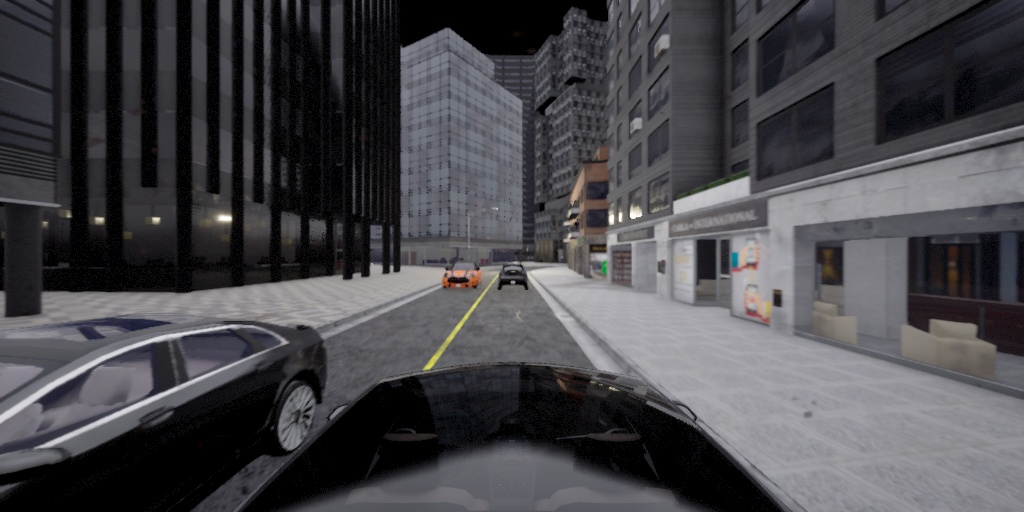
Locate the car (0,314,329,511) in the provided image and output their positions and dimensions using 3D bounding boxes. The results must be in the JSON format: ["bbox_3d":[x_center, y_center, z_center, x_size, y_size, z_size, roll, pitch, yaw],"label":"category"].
[{"bbox_3d":[-3.088,1.243,2.280,2.128,1.511,4.902,0,0,0],"label":"car"}]

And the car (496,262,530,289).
[{"bbox_3d":[0.070,1.270,23.300,1.837,1.490,4.892,0,0,0],"label":"car"}]

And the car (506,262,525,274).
[{"bbox_3d":[0.471,1.375,43.824,1.895,1.301,4.718,0,0,5],"label":"car"}]

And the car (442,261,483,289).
[{"bbox_3d":[-3.072,1.113,22.867,2.097,1.767,4.553,0,0,0],"label":"car"}]
